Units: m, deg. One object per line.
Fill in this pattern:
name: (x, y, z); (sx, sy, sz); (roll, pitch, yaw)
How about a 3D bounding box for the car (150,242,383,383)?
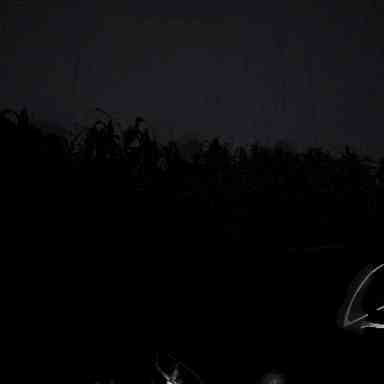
car: (1.808, 1.504, 4.350); (4.892, 1.490, 1.837); (0, 0, -35)
